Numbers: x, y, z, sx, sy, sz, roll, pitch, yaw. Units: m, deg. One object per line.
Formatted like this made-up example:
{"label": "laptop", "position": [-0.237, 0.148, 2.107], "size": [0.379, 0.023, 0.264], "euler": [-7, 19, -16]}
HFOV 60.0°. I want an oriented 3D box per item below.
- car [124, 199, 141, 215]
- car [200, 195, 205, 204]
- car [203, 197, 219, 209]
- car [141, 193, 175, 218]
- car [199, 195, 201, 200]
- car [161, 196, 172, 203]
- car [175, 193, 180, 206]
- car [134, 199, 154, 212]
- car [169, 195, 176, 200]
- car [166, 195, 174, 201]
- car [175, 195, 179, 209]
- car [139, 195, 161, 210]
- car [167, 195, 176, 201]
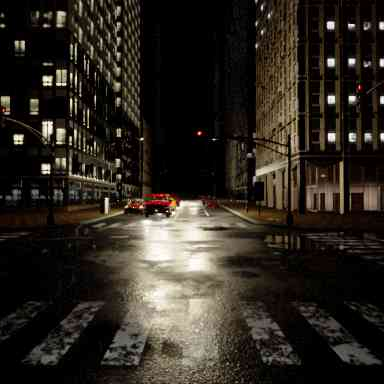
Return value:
{"label": "car", "position": [-5.624, 1.453, 33.815], "size": [1.967, 1.590, 4.097], "euler": [1, 0, 0]}
{"label": "car", "position": [2.788, 1.547, 56.341], "size": [1.752, 1.417, 4.829], "euler": [1, 0, 0]}
{"label": "car", "position": [2.770, 1.599, 45.015], "size": [1.802, 1.307, 4.206], "euler": [1, 0, 0]}
{"label": "car", "position": [-3.047, 1.233, 31.144], "size": [2.150, 2.045, 5.566], "euler": [0, 0, 0]}
{"label": "car", "position": [2.795, 1.590, 61.748], "size": [1.947, 1.339, 4.313], "euler": [1, 0, 0]}
{"label": "car", "position": [-5.568, 1.573, 72.841], "size": [1.887, 1.381, 4.507], "euler": [1, 0, 0]}
{"label": "car", "position": [-3.014, 1.241, 52.070], "size": [2.150, 2.045, 5.566], "euler": [0, 0, 0]}
{"label": "car", "position": [-5.619, 1.597, 39.390], "size": [1.802, 1.307, 4.206], "euler": [1, 0, 0]}
{"label": "car", "position": [-5.536, 1.605, 95.142], "size": [1.947, 1.339, 4.313], "euler": [1, 0, 0]}
{"label": "car", "position": [-5.552, 1.578, 83.992], "size": [1.887, 1.381, 4.507], "euler": [1, 0, 0]}
{"label": "car", "position": [-3.036, 1.493, 41.571], "size": [1.882, 1.535, 5.008], "euler": [0, 0, 0]}
{"label": "car", "position": [-5.605, 1.332, 44.966], "size": [2.192, 1.841, 5.009], "euler": [1, 0, 0]}
{"label": "car", "position": [-5.543, 1.587, 89.567], "size": [2.008, 1.369, 4.403], "euler": [1, 0, 0]}
